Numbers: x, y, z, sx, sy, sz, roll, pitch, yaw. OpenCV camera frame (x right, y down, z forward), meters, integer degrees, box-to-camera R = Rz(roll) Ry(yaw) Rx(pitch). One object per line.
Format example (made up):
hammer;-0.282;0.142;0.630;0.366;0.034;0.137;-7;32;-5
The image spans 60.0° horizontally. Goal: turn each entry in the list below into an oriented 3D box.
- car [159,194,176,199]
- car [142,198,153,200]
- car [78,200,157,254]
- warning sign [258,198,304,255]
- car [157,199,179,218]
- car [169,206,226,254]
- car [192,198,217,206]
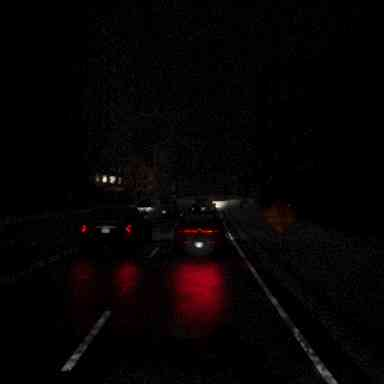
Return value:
car;-3.736;1.361;51.218;2.150;2.045;5.566;0;0;6
car;-6.953;1.690;51.709;2.033;1.411;5.357;0;0;6
car;-2.915;1.368;13.651;2.097;1.767;4.553;0;0;2
warning sign;3.016;1.130;11.410;1.300;1.860;1.060;0;-1;2
car;-2.167;1.621;29.366;1.994;1.385;4.181;0;0;4
car;0.328;1.521;13.467;1.837;1.490;4.892;0;0;2
car;1.026;1.405;28.432;2.097;1.767;4.553;0;0;4
